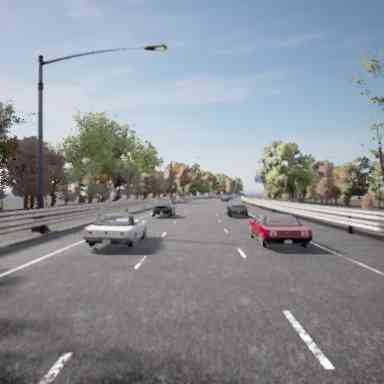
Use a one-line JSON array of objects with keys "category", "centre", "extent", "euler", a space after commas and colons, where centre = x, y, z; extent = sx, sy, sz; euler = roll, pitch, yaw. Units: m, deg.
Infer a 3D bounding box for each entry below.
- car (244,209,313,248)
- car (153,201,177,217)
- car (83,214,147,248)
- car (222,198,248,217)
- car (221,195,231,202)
[{"category": "car", "centre": [3.778, 1.653, 15.081], "extent": [1.895, 1.301, 4.718], "euler": [0, 0, 1]}, {"category": "car", "centre": [-2.666, 1.615, 32.464], "extent": [1.837, 1.490, 4.892], "euler": [0, 0, 2]}, {"category": "car", "centre": [-3.215, 1.624, 14.926], "extent": [1.895, 1.301, 4.718], "euler": [2, 0, 1]}, {"category": "car", "centre": [4.337, 1.606, 32.400], "extent": [2.128, 1.511, 4.902], "euler": [0, 0, 2]}, {"category": "car", "centre": [8.570, 1.882, 87.588], "extent": [2.163, 1.488, 4.792], "euler": [0, 0, 7]}]
